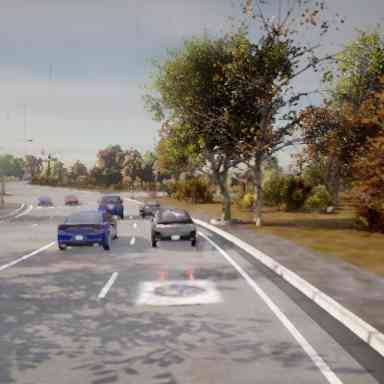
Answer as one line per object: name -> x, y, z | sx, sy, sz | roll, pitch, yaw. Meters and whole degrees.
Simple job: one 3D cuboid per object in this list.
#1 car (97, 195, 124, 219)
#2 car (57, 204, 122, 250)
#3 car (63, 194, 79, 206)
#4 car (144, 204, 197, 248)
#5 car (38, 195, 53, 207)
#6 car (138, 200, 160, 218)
car -> -7.197, 1.315, 29.505 | 2.150, 2.045, 5.566 | -1, 0, -14
car -> -4.386, 1.514, 14.508 | 1.882, 1.535, 5.008 | 0, 0, -7
car -> -17.812, 1.120, 48.997 | 1.882, 1.535, 5.008 | -2, 3, -25
car -> -0.912, 1.499, 14.928 | 2.128, 1.511, 4.902 | 0, 0, -7
car -> -20.988, 1.255, 47.531 | 1.812, 1.442, 4.674 | -2, 3, -25
car -> -3.794, 1.503, 30.337 | 2.128, 1.511, 4.902 | -1, 1, -14
